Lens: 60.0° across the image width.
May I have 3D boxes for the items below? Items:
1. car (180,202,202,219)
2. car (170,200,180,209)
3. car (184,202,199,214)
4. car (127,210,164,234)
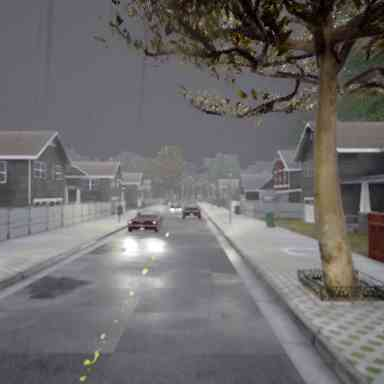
[{"bbox_3d":[-0.025,1.955,34.147,1.837,1.490,4.892,0,-1,0],"label":"car"},{"bbox_3d":[-3.019,2.353,62.649,2.128,1.511,4.902,0,-1,0],"label":"car"},{"bbox_3d":[-0.068,2.096,44.211,1.837,1.490,4.892,0,-1,0],"label":"car"},{"bbox_3d":[-2.925,1.884,21.683,1.895,1.301,4.718,0,-1,0],"label":"car"}]
